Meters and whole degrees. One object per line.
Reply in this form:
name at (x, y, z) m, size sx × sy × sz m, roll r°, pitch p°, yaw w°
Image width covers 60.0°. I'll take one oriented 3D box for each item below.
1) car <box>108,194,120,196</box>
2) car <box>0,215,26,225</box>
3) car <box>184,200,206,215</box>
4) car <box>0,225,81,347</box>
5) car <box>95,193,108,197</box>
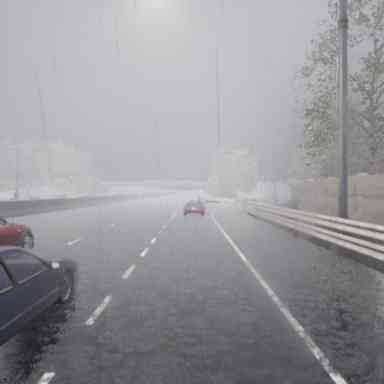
car at (-21.038, 1.223, 92.459) m, size 2.097 × 1.767 × 4.553 m, roll 0°, pitch 0°, yaw 0°
car at (-6.905, 1.334, 10.464) m, size 2.097 × 1.767 × 4.553 m, roll 0°, pitch 0°, yaw 0°
car at (0.335, 1.510, 33.116) m, size 1.994 × 1.385 × 4.181 m, roll 0°, pitch 0°, yaw 5°
car at (-3.402, 1.539, 4.999) m, size 2.033 × 1.411 × 5.357 m, roll 0°, pitch 0°, yaw 0°
car at (-24.538, 1.223, 92.457) m, size 2.097 × 1.767 × 4.553 m, roll 0°, pitch 0°, yaw 0°
